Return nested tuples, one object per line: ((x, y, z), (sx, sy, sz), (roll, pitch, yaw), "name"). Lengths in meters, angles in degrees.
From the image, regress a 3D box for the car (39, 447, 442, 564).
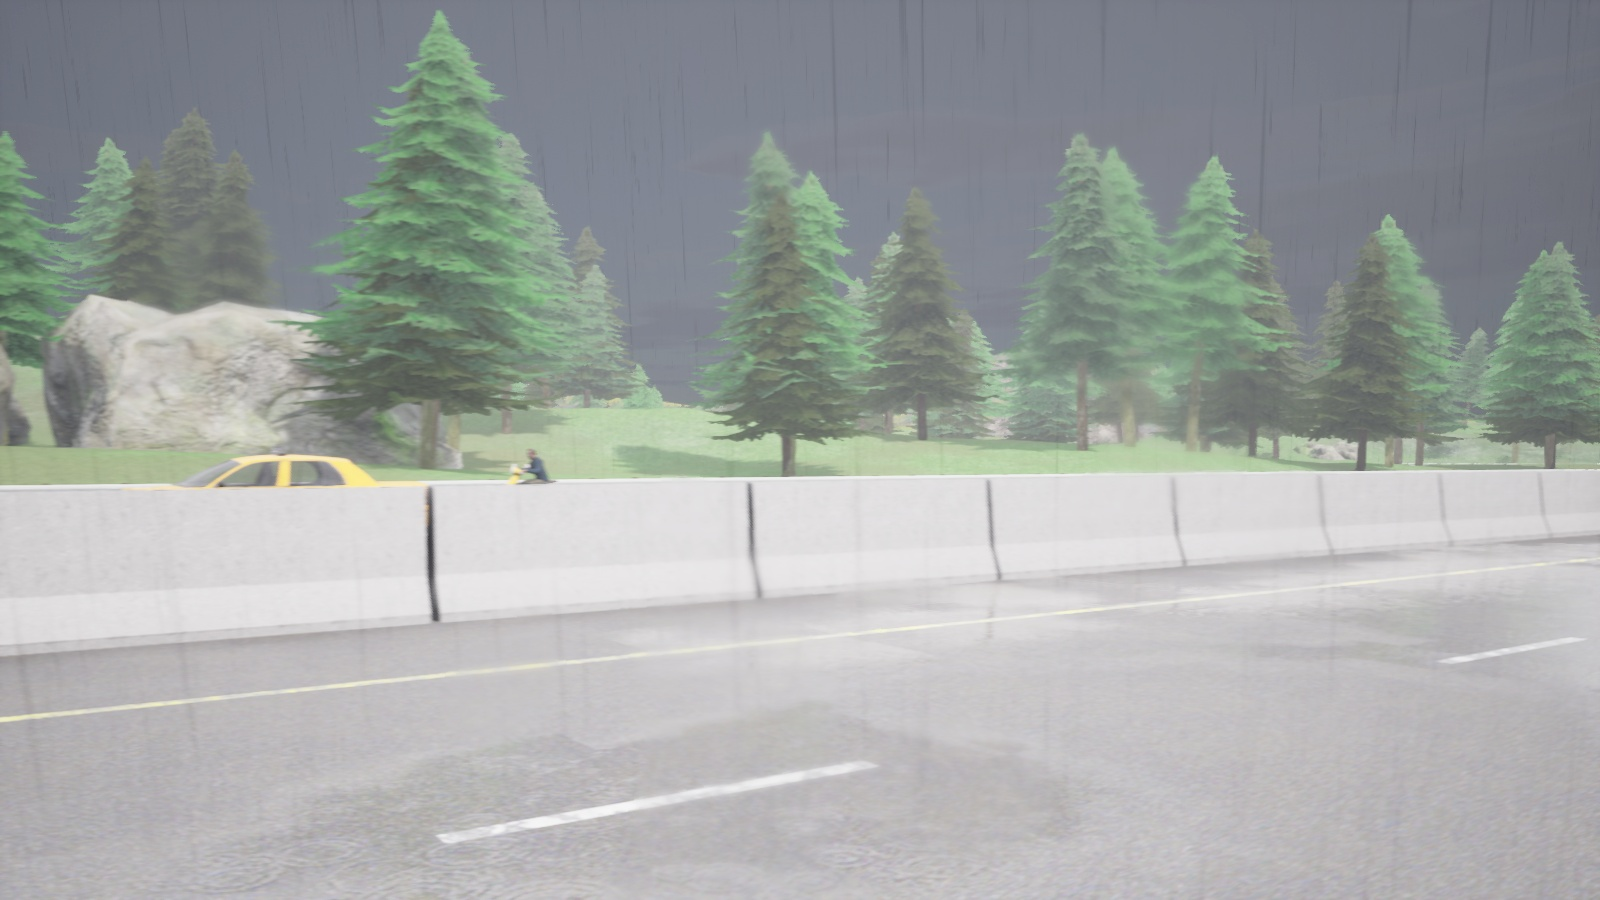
((-8.398, 0.749, 19.135), (5.366, 1.575, 1.801), (0, 0, -35), "car")

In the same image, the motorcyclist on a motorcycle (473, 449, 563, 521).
((-6.505, 0.784, 28.981), (1.817, 1.590, 0.866), (0, 0, -35), "motorcyclist on a motorcycle")
